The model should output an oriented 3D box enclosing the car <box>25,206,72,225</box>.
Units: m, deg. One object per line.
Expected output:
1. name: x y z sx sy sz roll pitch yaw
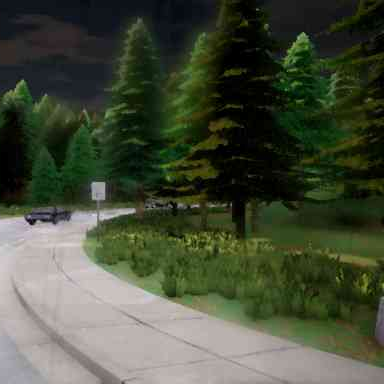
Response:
1. car: -10.502 1.717 24.791 1.895 1.301 4.718 0 0 -3
